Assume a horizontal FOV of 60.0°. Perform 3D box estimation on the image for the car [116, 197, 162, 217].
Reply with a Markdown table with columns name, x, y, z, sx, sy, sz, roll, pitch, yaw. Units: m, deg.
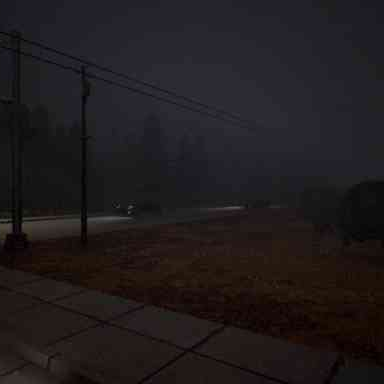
| name | x | y | z | sx | sy | sz | roll | pitch | yaw |
| --- | --- | --- | --- | --- | --- | --- | --- | --- | --- |
| car | -4.918 | 1.318 | 31.229 | 2.097 | 1.767 | 4.553 | 0 | 0 | 37 |

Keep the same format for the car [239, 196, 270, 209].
| name | x | y | z | sx | sy | sz | roll | pitch | yaw |
| --- | --- | --- | --- | --- | --- | --- | --- | --- | --- |
| car | 8.428 | 1.467 | 43.024 | 1.895 | 1.301 | 4.718 | 0 | 0 | 37 |

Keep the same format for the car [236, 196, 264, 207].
| name | x | y | z | sx | sy | sz | roll | pitch | yaw |
| --- | --- | --- | --- | --- | --- | --- | --- | --- | --- |
| car | 8.691 | 1.340 | 49.456 | 2.128 | 1.511 | 4.902 | 0 | 0 | 37 |
